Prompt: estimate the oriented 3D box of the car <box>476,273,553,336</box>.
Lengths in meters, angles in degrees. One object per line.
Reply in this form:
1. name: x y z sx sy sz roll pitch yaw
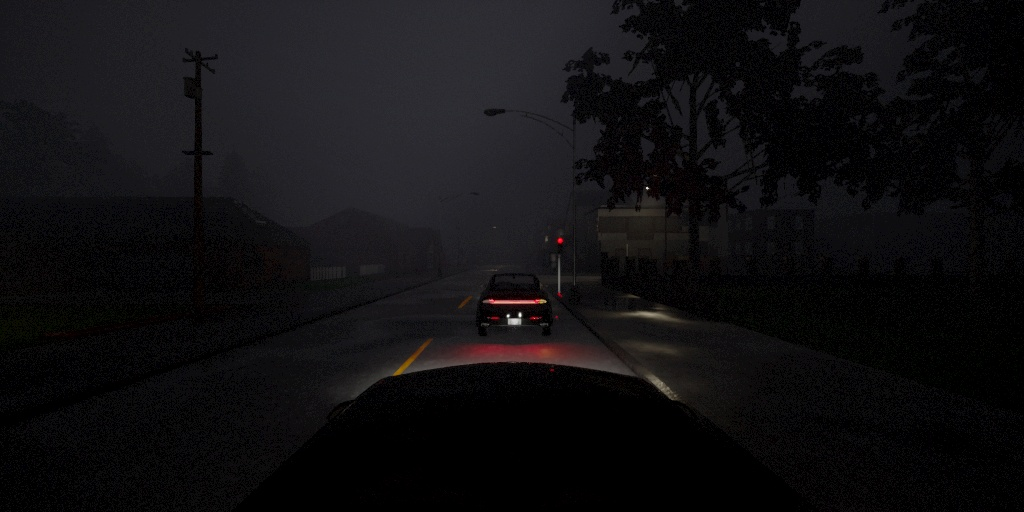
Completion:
1. car: 0.060 1.242 10.376 2.128 1.511 4.902 0 0 0
